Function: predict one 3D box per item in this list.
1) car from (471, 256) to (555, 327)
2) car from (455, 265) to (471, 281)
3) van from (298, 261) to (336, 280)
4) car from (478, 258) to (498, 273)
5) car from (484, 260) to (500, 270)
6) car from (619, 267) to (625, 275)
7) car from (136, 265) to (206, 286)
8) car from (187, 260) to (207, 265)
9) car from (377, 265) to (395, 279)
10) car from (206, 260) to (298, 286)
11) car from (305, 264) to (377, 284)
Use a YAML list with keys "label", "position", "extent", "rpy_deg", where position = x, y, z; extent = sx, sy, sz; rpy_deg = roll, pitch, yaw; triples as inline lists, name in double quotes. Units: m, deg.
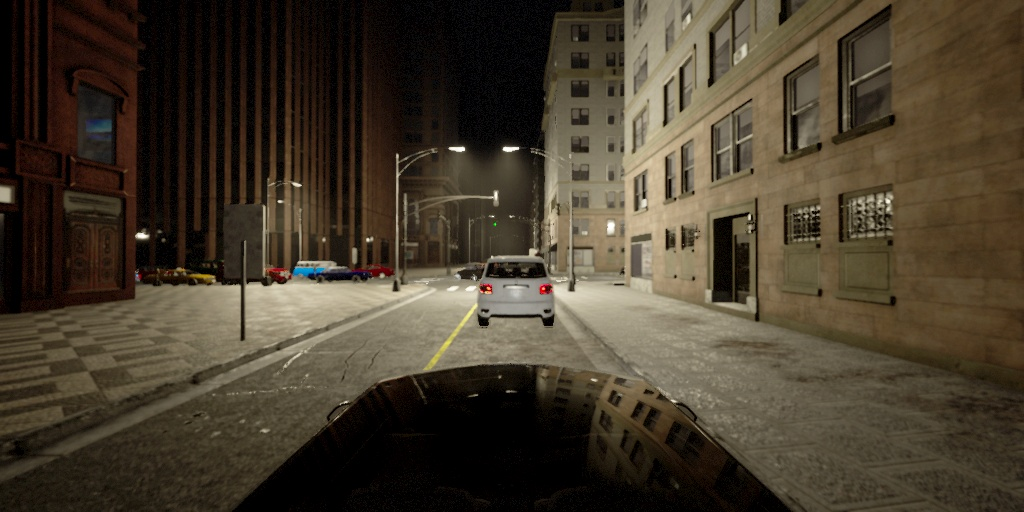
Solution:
- label: "car"
  position: [0.114, 1.002, 11.802]
  extent: [2.150, 2.045, 5.566]
  rpy_deg: [0, 0, 0]
- label: "car"
  position: [-3.043, 1.402, 29.654]
  extent: [1.994, 1.385, 4.181]
  rpy_deg: [0, -1, -37]
- label: "van"
  position: [-19.552, 1.422, 35.751]
  extent: [3.998, 1.789, 1.690]
  rpy_deg: [0, 0, 0]
- label: "car"
  position: [-3.048, 1.205, 46.235]
  extent: [2.097, 1.767, 4.553]
  rpy_deg: [0, 0, 1]
- label: "car"
  position: [-2.990, 1.351, 55.314]
  extent: [2.128, 1.511, 4.902]
  rpy_deg: [0, 0, 0]
- label: "car"
  position: [12.313, 1.184, 32.841]
  extent: [4.892, 1.490, 1.837]
  rpy_deg: [-1, 0, 0]
- label: "car"
  position: [-25.040, 1.612, 27.253]
  extent: [4.829, 1.417, 1.751]
  rpy_deg: [0, 0, 0]
- label: "car"
  position: [-24.071, 1.314, 29.815]
  extent: [5.566, 2.045, 2.150]
  rpy_deg: [-1, 0, -1]
- label: "car"
  position: [-13.928, 1.558, 35.722]
  extent: [4.507, 1.381, 1.888]
  rpy_deg: [0, 0, 0]
- label: "car"
  position: [-19.586, 1.334, 27.225]
  extent: [5.009, 1.841, 2.192]
  rpy_deg: [0, 0, 0]
- label: "car"
  position: [-14.106, 1.573, 29.771]
  extent: [4.718, 1.301, 1.895]
  rpy_deg: [-1, 0, 0]
